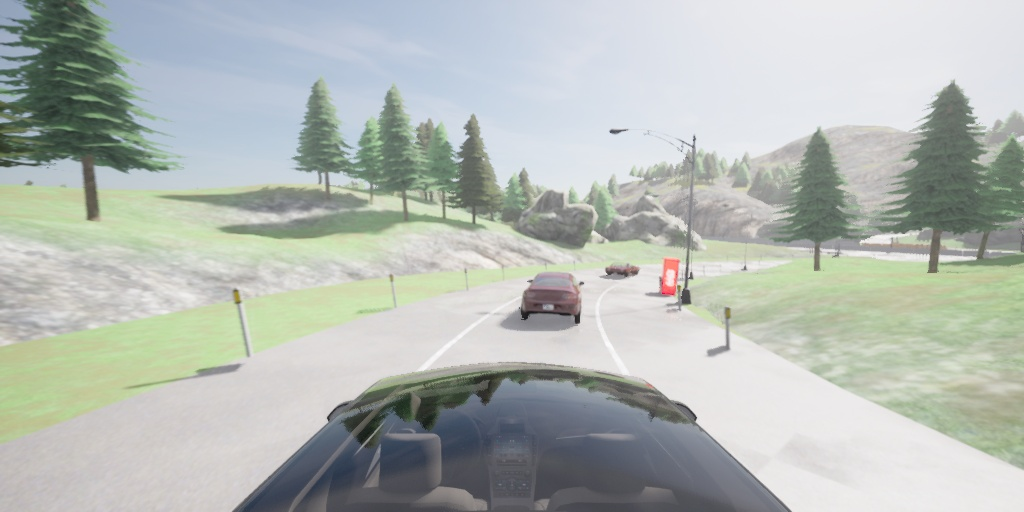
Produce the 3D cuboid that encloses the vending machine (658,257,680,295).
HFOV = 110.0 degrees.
[{"bbox_3d":[8.812,1.100,20.364,1.100,2.100,0.880,0,0,23],"label":"vending machine"}]

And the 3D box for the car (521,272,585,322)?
[{"bbox_3d":[1.467,1.262,12.261,1.812,1.442,4.674,1,0,11],"label":"car"}]

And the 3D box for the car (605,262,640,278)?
[{"bbox_3d":[10.130,1.193,32.571,1.895,1.301,4.718,4,3,34],"label":"car"}]
